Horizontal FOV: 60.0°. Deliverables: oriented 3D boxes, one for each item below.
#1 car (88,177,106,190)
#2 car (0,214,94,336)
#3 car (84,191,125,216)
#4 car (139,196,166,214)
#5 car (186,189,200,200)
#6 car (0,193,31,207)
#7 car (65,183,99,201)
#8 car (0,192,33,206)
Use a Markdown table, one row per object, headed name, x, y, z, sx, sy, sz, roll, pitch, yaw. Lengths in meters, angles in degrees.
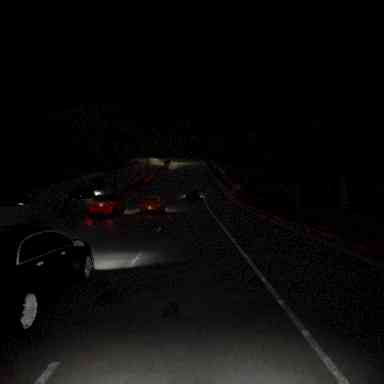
| name | x | y | z | sx | sy | sz | roll | pitch | yaw |
| --- | --- | --- | --- | --- | --- | --- | --- | --- | --- |
| car | -17.521 | -1.534 | 61.029 | 2.150 | 2.045 | 5.566 | 0 | 9 | 0 |
| car | -3.400 | 1.414 | 6.485 | 1.837 | 1.490 | 4.892 | 0 | 0 | 0 |
| car | -6.903 | 0.981 | 27.336 | 2.097 | 1.767 | 4.553 | 0 | 1 | 0 |
| car | -3.403 | 1.079 | 29.280 | 1.882 | 1.535 | 5.008 | 0 | 1 | 0 |
| car | 0.095 | 0.304 | 47.408 | 1.994 | 1.385 | 4.181 | 0 | 5 | 0 |
| car | -17.587 | 1.125 | 31.622 | 1.994 | 1.385 | 4.181 | 0 | 1 | 0 |
| car | -14.052 | 0.344 | 42.051 | 2.150 | 2.045 | 5.566 | 0 | 4 | 1 |
| car | -21.076 | 0.814 | 39.886 | 1.994 | 1.385 | 4.181 | 0 | 3 | 0 |
